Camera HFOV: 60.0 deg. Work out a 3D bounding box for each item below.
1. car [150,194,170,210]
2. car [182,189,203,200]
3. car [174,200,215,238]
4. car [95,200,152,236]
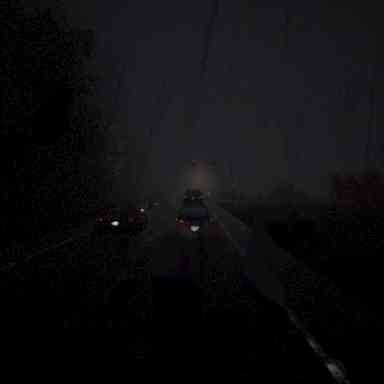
[{"bbox_3d":[-3.397,1.028,34.896,1.837,1.490,4.892,0,1,0],"label":"car"},{"bbox_3d":[0.104,0.708,37.504,2.150,2.045,5.566,0,1,0],"label":"car"},{"bbox_3d":[0.101,1.308,16.073,1.812,1.442,4.674,0,1,0],"label":"car"},{"bbox_3d":[-3.398,1.337,16.741,1.994,1.385,4.181,0,1,0],"label":"car"}]
